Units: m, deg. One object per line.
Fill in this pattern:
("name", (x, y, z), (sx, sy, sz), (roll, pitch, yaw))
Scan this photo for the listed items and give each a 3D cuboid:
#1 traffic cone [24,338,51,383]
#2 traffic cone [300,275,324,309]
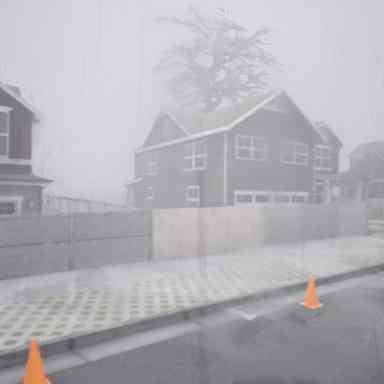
("traffic cone", (-1.772, 1.948, 3.756), (0.340, 0.580, 0.340), (0, 0, -35))
("traffic cone", (2.386, 1.953, 6.624), (0.340, 0.580, 0.340), (0, 0, -34))
